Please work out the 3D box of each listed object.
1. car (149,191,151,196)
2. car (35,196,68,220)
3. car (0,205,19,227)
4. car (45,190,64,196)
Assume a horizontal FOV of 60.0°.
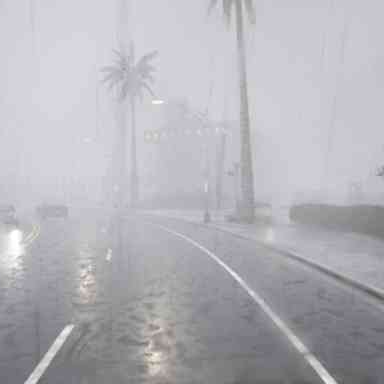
[{"bbox_3d":[-8.150,1.107,69.165,4.674,1.452,2.002,0,0,26],"label":"car"},{"bbox_3d":[-11.545,1.391,27.187,1.882,1.535,5.008,0,0,-33],"label":"car"},{"bbox_3d":[-12.492,1.545,21.913,1.895,1.301,4.718,0,0,-30],"label":"car"},{"bbox_3d":[-28.240,1.044,66.427,4.553,1.767,2.185,0,0,26],"label":"car"}]
